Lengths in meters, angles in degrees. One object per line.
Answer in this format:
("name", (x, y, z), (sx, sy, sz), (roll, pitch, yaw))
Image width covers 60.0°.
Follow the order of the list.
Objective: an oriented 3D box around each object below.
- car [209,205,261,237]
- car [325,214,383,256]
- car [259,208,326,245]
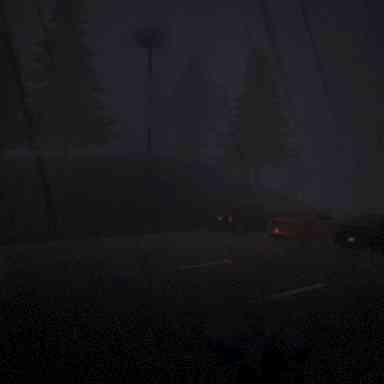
("car", (3.217, 1.502, 19.039), (4.553, 1.767, 2.097), (1, -1, -35))
("car", (7.957, 1.637, 13.813), (5.008, 1.535, 1.882), (0, 0, -35))
("car", (5.916, 1.637, 16.657), (5.008, 1.535, 1.882), (0, 0, -35))
